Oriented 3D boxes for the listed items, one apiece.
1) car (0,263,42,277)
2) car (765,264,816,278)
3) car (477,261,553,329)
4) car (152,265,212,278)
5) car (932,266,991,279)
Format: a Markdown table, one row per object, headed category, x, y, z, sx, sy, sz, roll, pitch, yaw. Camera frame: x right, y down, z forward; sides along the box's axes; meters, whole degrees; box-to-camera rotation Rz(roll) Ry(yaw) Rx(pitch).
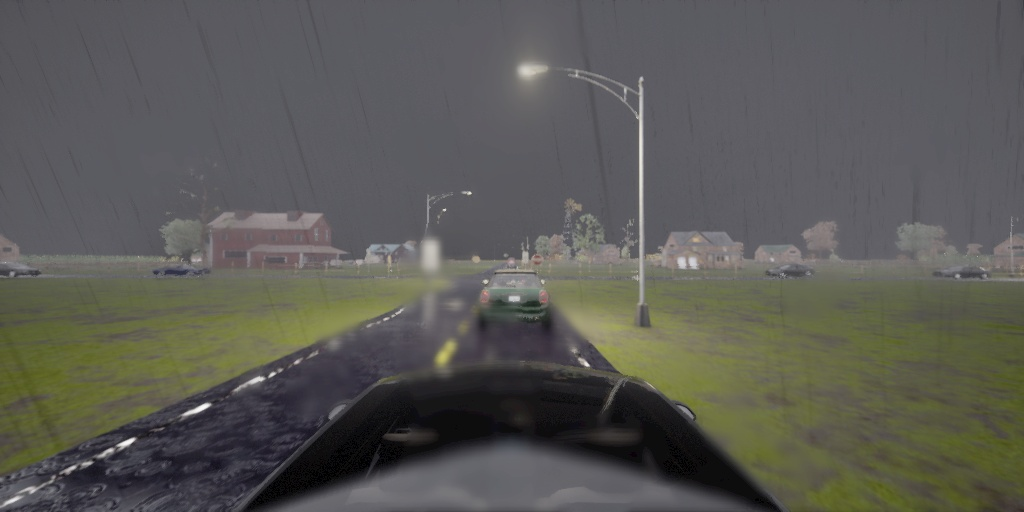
| category | x | y | z | sx | sy | sz | roll | pitch | yaw |
| --- | --- | --- | --- | --- | --- | --- | --- | --- | --- |
| car | -51.957 | 1.445 | 37.149 | 4.892 | 1.490 | 1.837 | 0 | 0 | 0 |
| car | 30.573 | 1.658 | 39.459 | 4.892 | 1.490 | 1.837 | 0 | 0 | 0 |
| car | 0.088 | 1.181 | 11.708 | 2.097 | 1.767 | 4.553 | 0 | 0 | 0 |
| car | -33.867 | 1.528 | 36.936 | 4.718 | 1.301 | 1.895 | 0 | 0 | 0 |
| car | 49.121 | 1.805 | 39.245 | 4.892 | 1.490 | 1.837 | 0 | 0 | 0 |
